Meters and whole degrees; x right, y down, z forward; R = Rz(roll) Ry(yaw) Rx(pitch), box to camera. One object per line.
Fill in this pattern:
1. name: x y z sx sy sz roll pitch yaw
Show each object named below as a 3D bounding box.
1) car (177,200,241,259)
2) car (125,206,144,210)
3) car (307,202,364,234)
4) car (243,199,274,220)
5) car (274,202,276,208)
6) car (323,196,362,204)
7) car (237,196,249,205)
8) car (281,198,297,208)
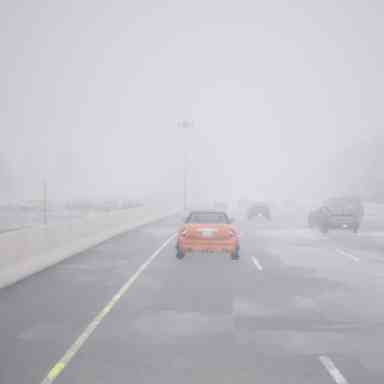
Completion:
1. car: 0.651 1.384 12.974 2.097 1.767 4.553 0 0 4
2. car: -7.283 1.629 40.769 1.994 1.385 4.181 0 0 6
3. car: 8.227 1.570 19.732 2.128 1.511 4.902 0 0 6
4. car: 5.704 1.593 29.029 1.837 1.490 4.892 0 -1 6
5. car: 11.599 1.727 50.785 1.994 1.385 4.181 0 0 6
6. car: 12.660 1.337 28.324 2.150 2.045 5.566 0 0 6
7. car: 8.514 1.511 54.766 2.097 1.767 4.553 0 0 6
8. car: 15.353 1.675 52.916 2.128 1.511 4.902 0 0 6
